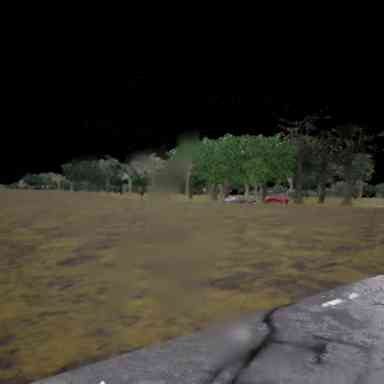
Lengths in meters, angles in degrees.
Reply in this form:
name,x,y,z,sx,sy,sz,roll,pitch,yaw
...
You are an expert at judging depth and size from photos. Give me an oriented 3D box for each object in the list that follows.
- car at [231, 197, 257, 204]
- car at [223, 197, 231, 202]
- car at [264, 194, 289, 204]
name,x,y,z,sx,sy,sz,roll,pitch,yaw
car,11.517,1.848,71.787,2.033,1.411,5.357,2,-2,-35
car,9.432,1.842,80.762,1.812,1.442,4.674,2,-1,-35
car,17.631,1.483,69.250,2.150,2.045,5.566,2,-2,-35
